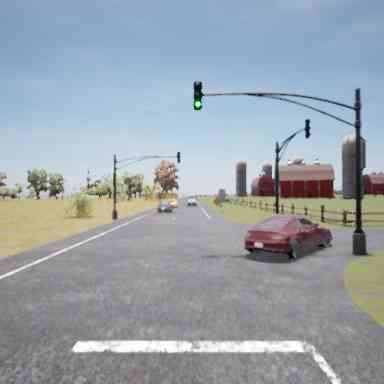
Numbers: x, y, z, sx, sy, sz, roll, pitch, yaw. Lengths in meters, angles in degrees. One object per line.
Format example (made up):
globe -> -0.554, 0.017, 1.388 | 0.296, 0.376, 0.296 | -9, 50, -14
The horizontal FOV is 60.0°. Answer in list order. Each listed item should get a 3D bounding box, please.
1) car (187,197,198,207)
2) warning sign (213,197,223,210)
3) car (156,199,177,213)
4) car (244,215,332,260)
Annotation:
car -> -0.006, 2.285, 67.570 | 1.895, 1.301, 4.718 | 0, -1, 0
warning sign -> 3.538, 1.596, 46.182 | 1.300, 1.860, 1.060 | 0, -1, 0
car -> -3.593, 1.953, 44.235 | 2.128, 1.511, 4.902 | 0, -1, 0
car -> 3.864, 1.631, 13.186 | 1.812, 1.442, 4.674 | -1, 0, 43
